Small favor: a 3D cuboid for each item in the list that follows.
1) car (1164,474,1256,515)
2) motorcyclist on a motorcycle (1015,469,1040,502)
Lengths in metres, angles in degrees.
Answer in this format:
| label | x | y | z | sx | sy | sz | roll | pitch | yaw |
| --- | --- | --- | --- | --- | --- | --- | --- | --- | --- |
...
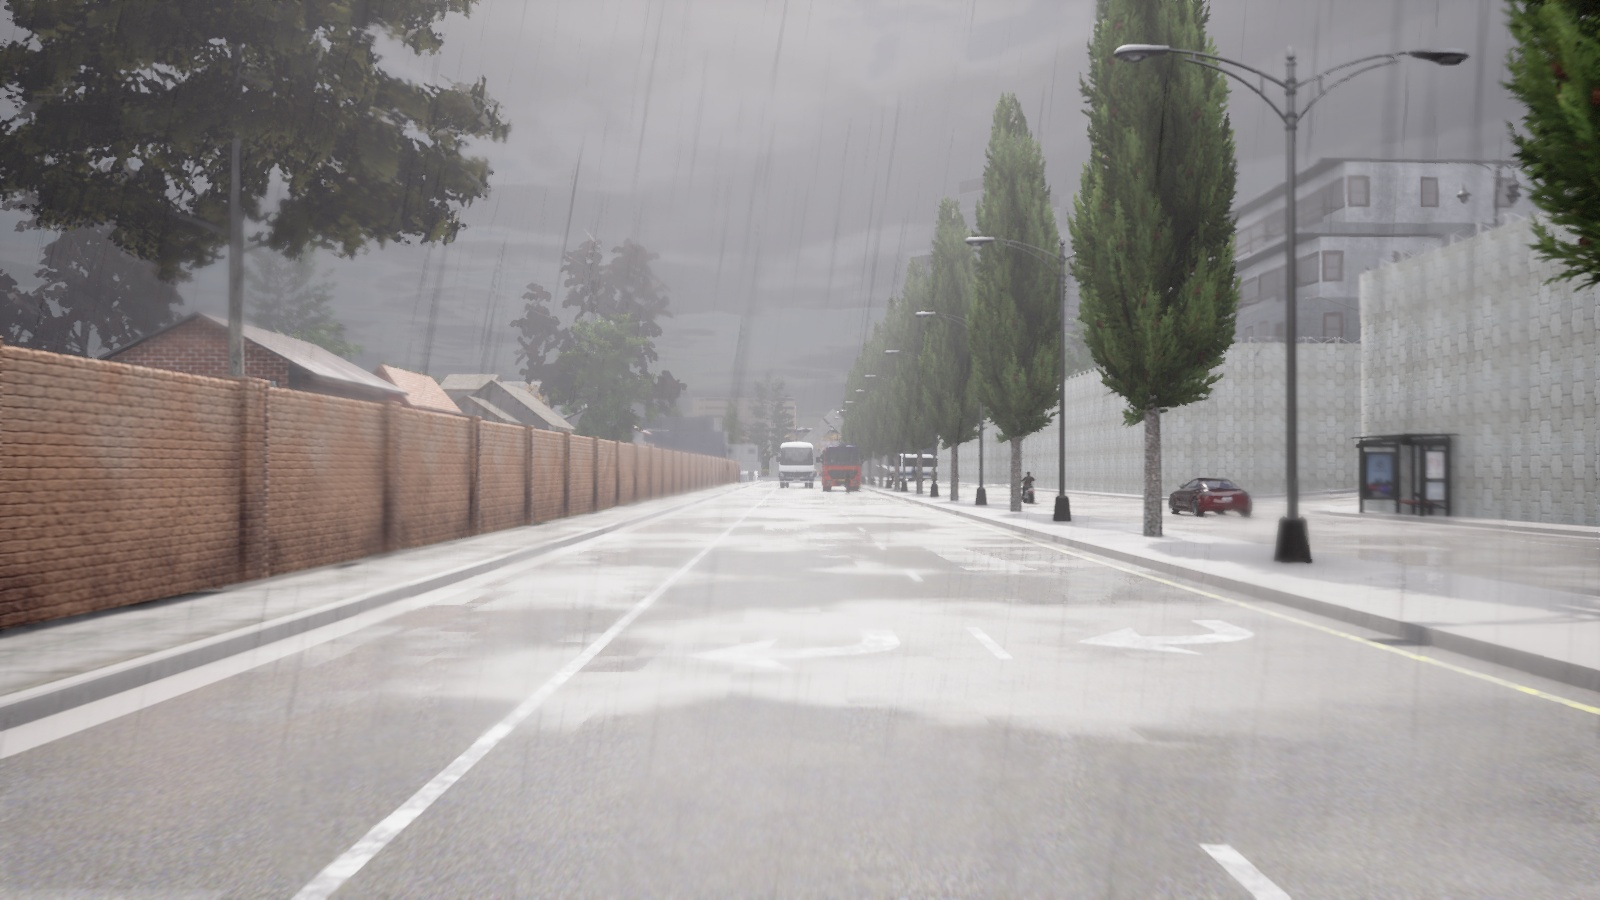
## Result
| label | x | y | z | sx | sy | sz | roll | pitch | yaw |
| --- | --- | --- | --- | --- | --- | --- | --- | --- | --- |
| car | 14.889 | 1.586 | 45.845 | 1.994 | 1.385 | 4.181 | 0 | -1 | 0 |
| motorcyclist on a motorcycle | 11.347 | 1.764 | 62.682 | 0.766 | 1.649 | 2.350 | 0 | -1 | 0 |
